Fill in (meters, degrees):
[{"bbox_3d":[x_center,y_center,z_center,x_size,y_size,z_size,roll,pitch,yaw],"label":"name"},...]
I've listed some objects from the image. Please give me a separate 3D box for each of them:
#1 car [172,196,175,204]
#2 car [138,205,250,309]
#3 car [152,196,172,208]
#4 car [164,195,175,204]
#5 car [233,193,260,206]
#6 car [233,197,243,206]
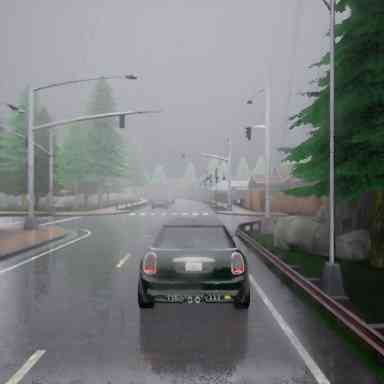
[{"bbox_3d":[-4.204,1.561,53.601,1.895,1.301,4.718,0,0,0],"label":"car"},{"bbox_3d":[0.051,1.350,8.046,2.097,1.767,4.553,0,0,0],"label":"car"},{"bbox_3d":[-4.115,1.526,43.746,1.994,1.385,4.181,0,0,-1],"label":"car"},{"bbox_3d":[-4.290,1.435,63.780,1.882,1.535,5.008,0,0,0],"label":"car"},{"bbox_3d":[8.358,1.136,51.295,3.866,1.878,1.905,0,0,-1],"label":"car"},{"bbox_3d":[8.776,1.135,48.785,4.605,1.855,1.932,0,0,-1],"label":"car"}]
